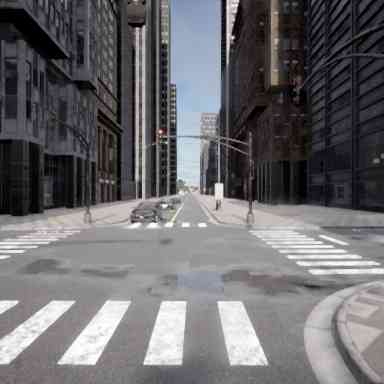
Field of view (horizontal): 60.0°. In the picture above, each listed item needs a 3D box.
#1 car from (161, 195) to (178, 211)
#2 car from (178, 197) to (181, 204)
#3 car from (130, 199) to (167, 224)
[{"bbox_3d":[-3.184,1.497,41.499,2.128,1.511,4.902,0,0,0],"label":"car"},{"bbox_3d":[-3.141,1.581,63.995,1.994,1.385,4.181,0,0,0],"label":"car"},{"bbox_3d":[-3.328,1.506,25.173,1.837,1.490,4.892,0,0,3],"label":"car"}]
